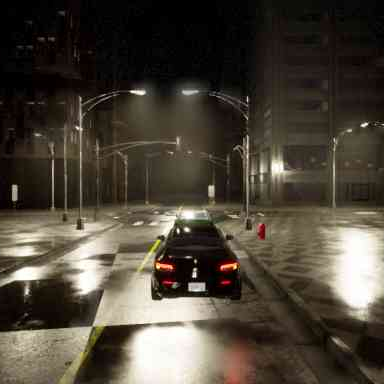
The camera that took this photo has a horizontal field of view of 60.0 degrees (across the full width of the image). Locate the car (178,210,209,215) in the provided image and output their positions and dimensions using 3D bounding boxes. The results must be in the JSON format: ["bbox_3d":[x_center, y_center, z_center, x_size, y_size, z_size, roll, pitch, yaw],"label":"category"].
[{"bbox_3d":[0.074,1.593,17.235,1.895,1.301,4.718,0,0,0],"label":"car"}]

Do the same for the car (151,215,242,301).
[{"bbox_3d":[0.085,1.523,8.210,1.812,1.442,4.674,0,0,0],"label":"car"}]
